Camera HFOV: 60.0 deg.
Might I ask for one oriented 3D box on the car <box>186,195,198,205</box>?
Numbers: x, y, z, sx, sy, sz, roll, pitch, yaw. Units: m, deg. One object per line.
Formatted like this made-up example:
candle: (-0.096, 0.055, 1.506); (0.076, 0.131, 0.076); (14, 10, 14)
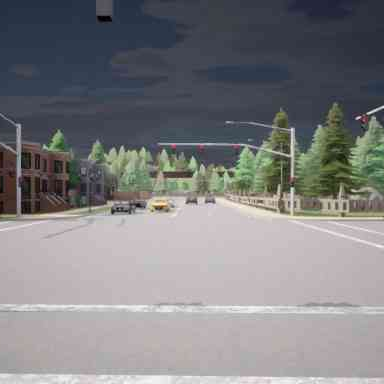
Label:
car: (-0.052, 1.352, 60.203); (2.097, 1.767, 4.553); (0, 0, 0)

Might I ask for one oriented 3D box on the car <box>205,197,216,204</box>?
car: (3.545, 1.564, 65.183); (1.994, 1.385, 4.181); (0, 0, 0)

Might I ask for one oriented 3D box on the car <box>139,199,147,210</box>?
car: (-7.124, 1.601, 43.587); (1.895, 1.301, 4.718); (0, 0, 0)

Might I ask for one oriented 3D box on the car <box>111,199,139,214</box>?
car: (-7.127, 1.564, 34.835); (1.994, 1.385, 4.181); (0, 0, 0)

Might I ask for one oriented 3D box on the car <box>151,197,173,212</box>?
car: (-3.627, 1.478, 38.810); (1.882, 1.535, 5.008); (0, 0, 0)
